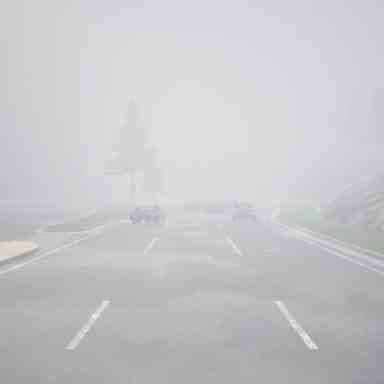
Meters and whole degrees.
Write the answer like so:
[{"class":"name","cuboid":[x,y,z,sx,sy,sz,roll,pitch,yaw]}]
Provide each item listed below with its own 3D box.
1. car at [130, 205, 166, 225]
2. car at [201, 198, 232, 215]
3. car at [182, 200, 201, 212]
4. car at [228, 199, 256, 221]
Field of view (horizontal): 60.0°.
[{"class":"car","cuboid":[-3.052,1.600,24.203,1.895,1.301,4.718,0,0,4]},{"class":"car","cuboid":[2.571,1.526,34.263,1.812,1.442,4.674,0,0,15]},{"class":"car","cuboid":[0.357,1.601,39.467,1.895,1.301,4.718,0,0,16]},{"class":"car","cuboid":[4.214,1.546,26.971,2.033,1.411,5.357,0,0,7]}]
